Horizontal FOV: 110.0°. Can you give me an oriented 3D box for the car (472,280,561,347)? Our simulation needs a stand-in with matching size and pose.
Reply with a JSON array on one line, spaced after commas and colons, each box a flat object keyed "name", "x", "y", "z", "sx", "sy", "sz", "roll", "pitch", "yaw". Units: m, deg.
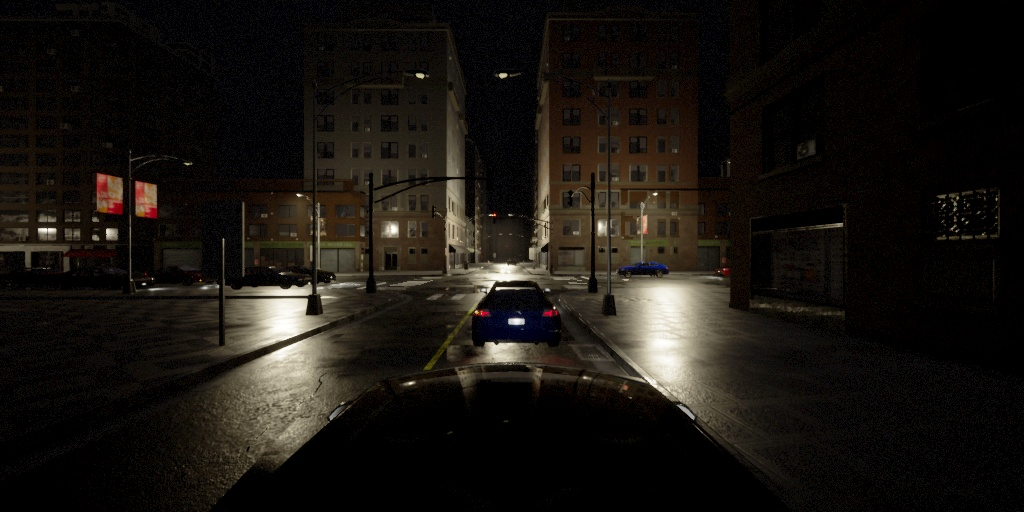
[{"name": "car", "x": 0.096, "y": 1.314, "z": 9.355, "sx": 1.994, "sy": 1.385, "sz": 4.181, "roll": 0, "pitch": 0, "yaw": 0}]

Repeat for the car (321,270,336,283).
[{"name": "car", "x": -15.043, "y": 1.364, "z": 25.889, "sx": 4.181, "sy": 1.385, "sz": 1.994, "roll": 0, "pitch": 0, "yaw": 0}]

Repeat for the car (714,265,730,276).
[{"name": "car", "x": 20.900, "y": 1.225, "z": 32.758, "sx": 4.181, "sy": 1.385, "sz": 1.994, "roll": 0, "pitch": 0, "yaw": 0}]

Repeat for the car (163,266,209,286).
[{"name": "car", "x": -23.824, "y": 1.399, "z": 25.845, "sx": 4.181, "sy": 1.385, "sz": 1.994, "roll": 0, "pitch": 0, "yaw": -1}]

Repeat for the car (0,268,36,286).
[{"name": "car", "x": -33.716, "y": 1.469, "z": 25.806, "sx": 4.718, "sy": 1.301, "sz": 1.895, "roll": 0, "pitch": 0, "yaw": 0}]

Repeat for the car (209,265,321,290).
[{"name": "car", "x": -15.457, "y": 1.350, "z": 22.638, "sx": 5.357, "sy": 1.411, "sz": 2.033, "roll": 0, "pitch": 0, "yaw": 0}]

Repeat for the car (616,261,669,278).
[{"name": "car", "x": 11.860, "y": 1.218, "z": 32.719, "sx": 4.674, "sy": 1.442, "sz": 1.812, "roll": 0, "pitch": 0, "yaw": 0}]

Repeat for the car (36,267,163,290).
[{"name": "car", "x": -25.837, "y": 1.390, "z": 22.590, "sx": 5.357, "sy": 1.411, "sz": 2.033, "roll": 0, "pitch": 0, "yaw": 0}]
